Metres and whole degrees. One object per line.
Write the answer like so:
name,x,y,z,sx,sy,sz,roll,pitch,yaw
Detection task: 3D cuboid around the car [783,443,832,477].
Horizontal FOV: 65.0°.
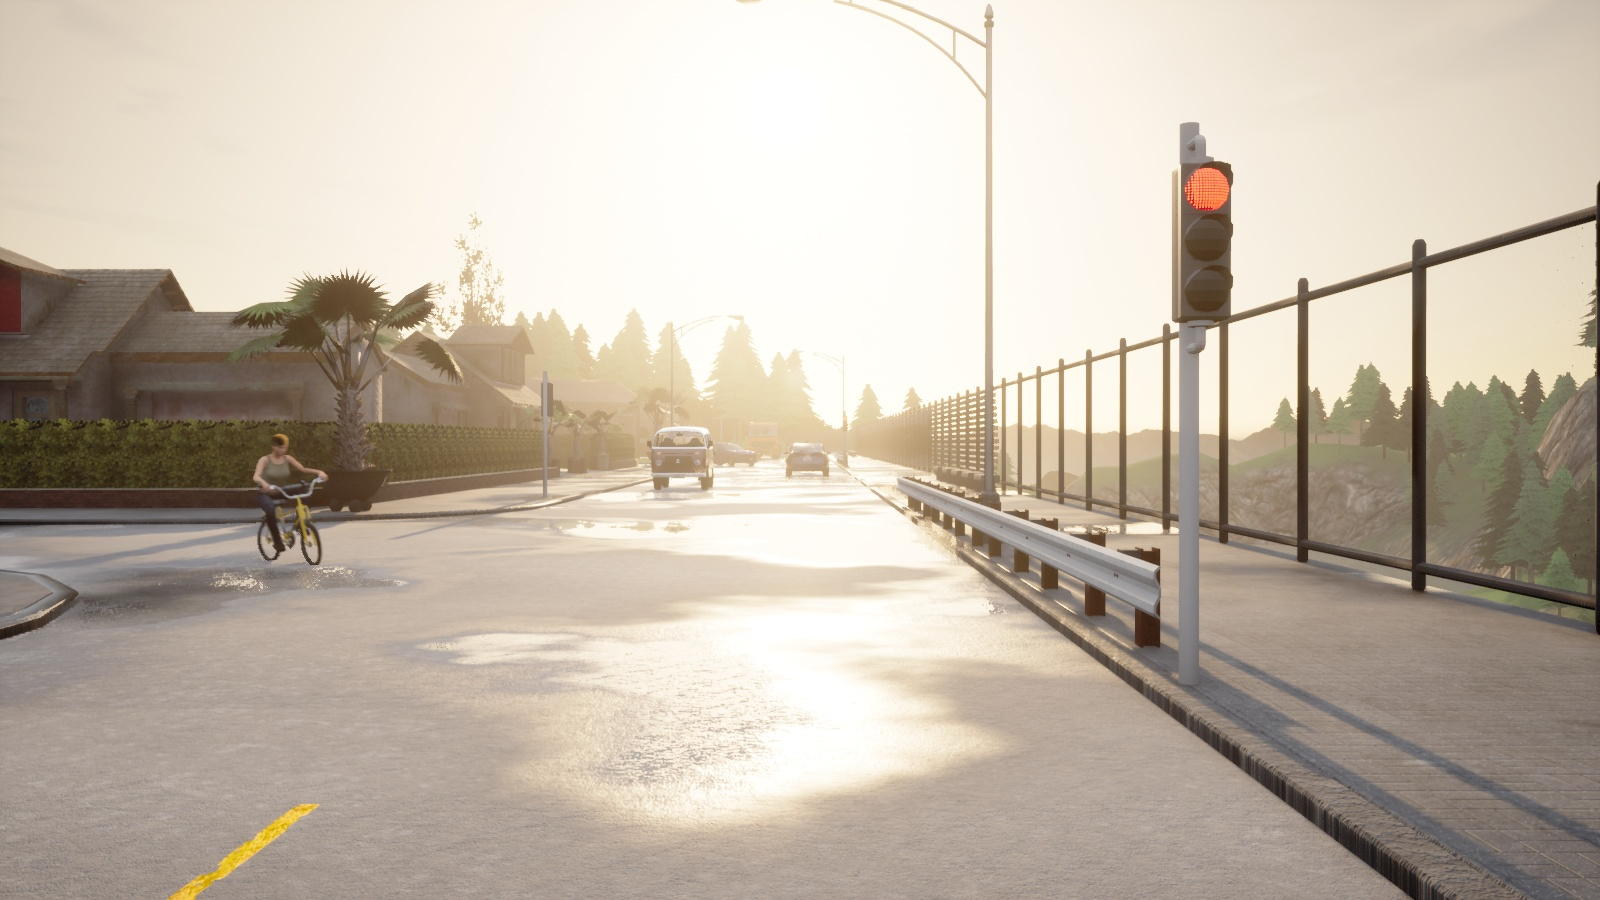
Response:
car,0.337,0.424,57.103,2.163,1.488,4.792,0,0,0

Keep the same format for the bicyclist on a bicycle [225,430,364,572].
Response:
bicyclist on a bicycle,-6.222,0.591,15.450,1.509,1.612,0.866,0,4,39

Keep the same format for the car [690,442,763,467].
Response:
car,-4.684,0.272,79.381,1.882,1.535,5.008,0,0,-43

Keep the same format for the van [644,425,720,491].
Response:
van,-3.779,0.236,40.949,2.069,2.038,4.480,0,0,0
